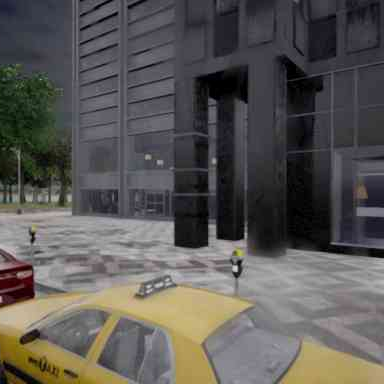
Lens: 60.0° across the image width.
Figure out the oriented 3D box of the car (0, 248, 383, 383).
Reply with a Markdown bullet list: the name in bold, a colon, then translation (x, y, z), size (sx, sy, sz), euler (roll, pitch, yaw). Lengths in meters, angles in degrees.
- **car**: translation (-0.558, 1.524, 3.361), size (4.829, 1.417, 1.752), euler (0, 0, 36)
